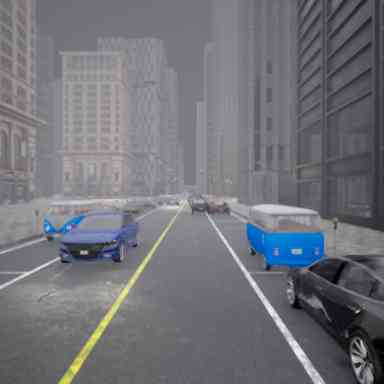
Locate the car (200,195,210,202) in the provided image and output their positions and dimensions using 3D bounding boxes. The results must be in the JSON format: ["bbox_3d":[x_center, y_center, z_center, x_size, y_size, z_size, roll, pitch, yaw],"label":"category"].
[{"bbox_3d":[2.768,1.394,72.674,1.967,1.590,4.097,0,0,0],"label":"car"}]

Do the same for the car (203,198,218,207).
[{"bbox_3d":[2.766,1.544,50.111,1.947,1.339,4.313,0,0,0],"label":"car"}]

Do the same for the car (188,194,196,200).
[{"bbox_3d":[0.009,1.338,84.562,1.994,1.385,4.181,0,0,0],"label":"car"}]

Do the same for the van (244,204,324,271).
[{"bbox_3d":[2.760,1.338,10.626,1.690,1.788,3.998,0,0,0],"label":"van"}]

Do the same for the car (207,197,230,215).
[{"bbox_3d":[2.764,1.533,33.189,1.887,1.381,4.507,0,0,0],"label":"car"}]

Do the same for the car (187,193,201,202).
[{"bbox_3d":[0.682,1.201,50.955,2.150,2.045,5.566,0,0,0],"label":"car"}]

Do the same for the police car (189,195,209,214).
[{"bbox_3d":[0.891,1.415,35.034,1.930,1.638,5.238,0,0,0],"label":"police car"}]

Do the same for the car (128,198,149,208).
[{"bbox_3d":[-5.762,1.555,33.187,1.947,1.339,4.313,0,0,0],"label":"car"}]

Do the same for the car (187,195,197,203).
[{"bbox_3d":[0.007,1.439,68.482,1.837,1.490,4.892,0,0,0],"label":"car"}]

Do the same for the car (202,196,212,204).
[{"bbox_3d":[2.767,1.493,61.562,1.752,1.417,4.829,0,0,0],"label":"car"}]

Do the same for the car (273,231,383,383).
[{"bbox_3d":[2.761,1.564,4.985,1.947,1.339,4.313,0,0,0],"label":"car"}]

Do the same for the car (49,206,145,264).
[{"bbox_3d":[-3.098,1.474,12.056,1.882,1.535,5.008,0,0,0],"label":"car"}]

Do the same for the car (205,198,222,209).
[{"bbox_3d":[2.765,1.533,44.470,2.008,1.369,4.403,0,0,0],"label":"car"}]

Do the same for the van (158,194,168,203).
[{"bbox_3d":[-5.758,1.303,67.033,1.690,1.788,3.998,0,0,0],"label":"van"}]

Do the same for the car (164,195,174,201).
[{"bbox_3d":[-5.756,1.490,83.956,2.008,1.369,4.403,0,0,0],"label":"car"}]

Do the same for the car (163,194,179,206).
[{"bbox_3d":[-3.063,1.467,53.925,2.128,1.511,4.902,0,0,0],"label":"car"}]

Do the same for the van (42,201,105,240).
[{"bbox_3d":[-5.764,1.336,16.265,1.690,1.788,3.998,0,0,0],"label":"van"}]

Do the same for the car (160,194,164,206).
[{"bbox_3d":[-5.759,1.539,55.751,1.947,1.339,4.313,0,0,0],"label":"car"}]

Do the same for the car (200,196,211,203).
[{"bbox_3d":[2.768,1.512,67.033,2.008,1.369,4.403,0,0,0],"label":"car"}]

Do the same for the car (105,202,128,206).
[{"bbox_3d":[-5.763,1.538,21.906,1.887,1.381,4.507,0,0,0],"label":"car"}]

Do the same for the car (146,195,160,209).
[{"bbox_3d":[-5.761,1.423,44.469,1.967,1.590,4.097,0,0,0],"label":"car"}]

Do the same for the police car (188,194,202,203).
[{"bbox_3d":[0.777,1.408,45.006,1.930,1.638,5.238,0,0,-2],"label":"police car"}]
